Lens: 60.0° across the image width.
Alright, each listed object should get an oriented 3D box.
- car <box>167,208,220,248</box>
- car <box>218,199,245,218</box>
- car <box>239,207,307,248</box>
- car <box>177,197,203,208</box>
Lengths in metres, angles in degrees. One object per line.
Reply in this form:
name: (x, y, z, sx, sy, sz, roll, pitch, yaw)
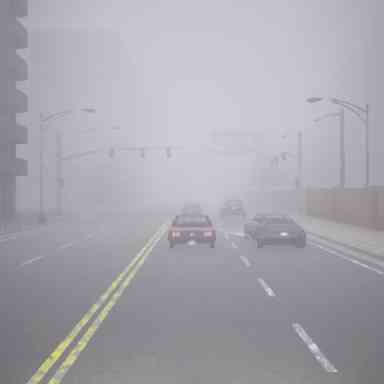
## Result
car: (0.000, 1.615, 14.680, 1.895, 1.301, 4.718, 0, 0, 0)
car: (3.500, 1.365, 29.620, 2.097, 1.767, 4.553, 0, 0, 0)
car: (3.500, 1.571, 14.650, 1.994, 1.385, 4.181, 0, 0, 0)
car: (0.000, 1.494, 29.650, 2.128, 1.511, 4.902, 0, 0, 0)
